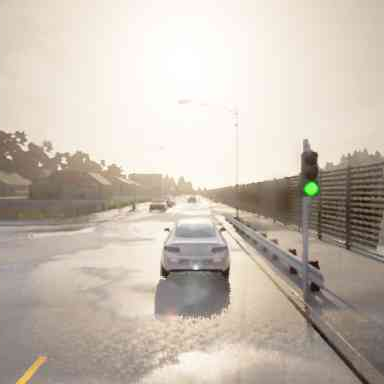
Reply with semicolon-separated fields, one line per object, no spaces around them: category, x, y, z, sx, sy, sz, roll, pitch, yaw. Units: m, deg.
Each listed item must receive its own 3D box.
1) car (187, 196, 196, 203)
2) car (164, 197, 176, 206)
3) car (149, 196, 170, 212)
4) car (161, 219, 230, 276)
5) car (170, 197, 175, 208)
car;-0.002;1.633;75.266;1.882;1.535;5.008;0;0;0
car;-3.998;1.651;60.537;1.812;1.442;4.674;0;0;0
car;-4.093;1.562;40.694;1.882;1.535;5.008;0;0;0
car;0.095;1.547;10.249;1.812;1.442;4.674;0;0;0
car;-4.062;1.457;50.625;2.097;1.767;4.553;0;0;0
